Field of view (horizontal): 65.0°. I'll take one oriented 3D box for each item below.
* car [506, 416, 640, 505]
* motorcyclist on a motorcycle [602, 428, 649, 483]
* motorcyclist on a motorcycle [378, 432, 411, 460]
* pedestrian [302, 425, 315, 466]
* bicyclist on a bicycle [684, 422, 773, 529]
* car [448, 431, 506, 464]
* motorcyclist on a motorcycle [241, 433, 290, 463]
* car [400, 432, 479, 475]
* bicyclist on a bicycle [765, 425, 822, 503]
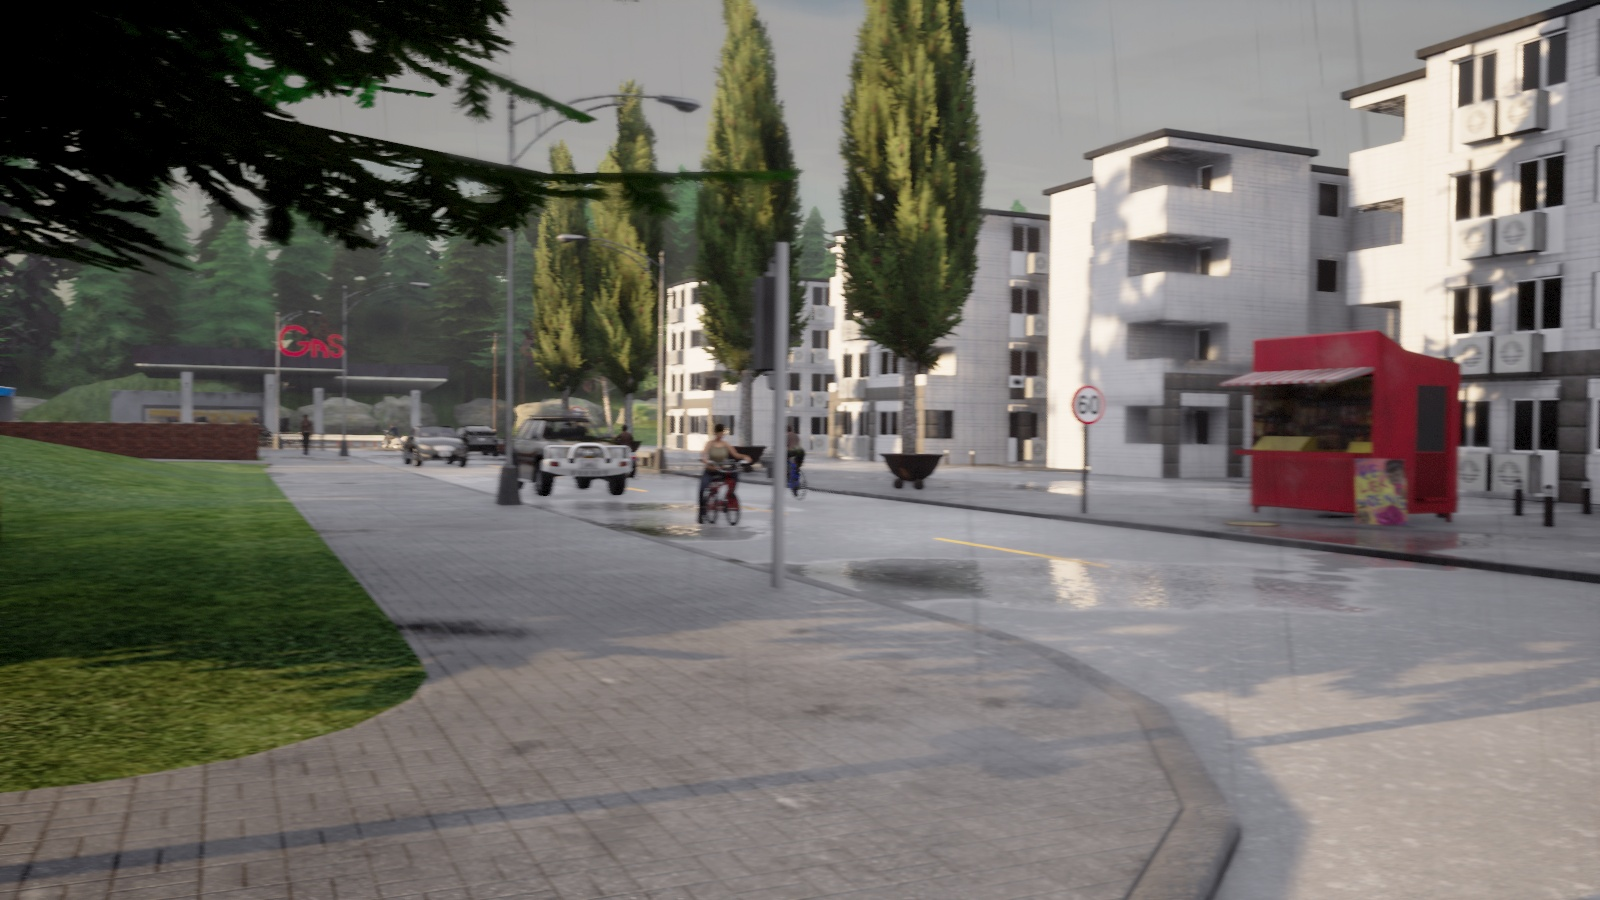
[{"bbox_3d":[-5.316,0.178,28.861,1.932,1.855,4.605,-1,1,-24],"label":"car"},{"bbox_3d":[-5.392,0.145,38.683,0.766,1.649,2.350,-1,1,-25],"label":"motorcyclist on a motorcycle"},{"bbox_3d":[-23.617,-0.245,73.133,1.817,1.590,0.866,0,3,33],"label":"motorcyclist on a motorcycle"},{"bbox_3d":[-21.682,-0.210,55.402,0.328,1.805,0.869,-1,1,-8],"label":"pedestrian"},{"bbox_3d":[-1.145,0.407,19.774,0.866,1.612,1.509,-1,-2,-24],"label":"bicyclist on a bicycle"},{"bbox_3d":[-15.969,-0.143,61.904,2.007,1.525,4.514,-1,1,-24],"label":"car"},{"bbox_3d":[-30.145,-0.142,70.847,2.350,1.649,0.766,-1,2,-6],"label":"motorcyclist on a motorcycle"},{"bbox_3d":[-13.536,0.096,46.912,2.128,1.511,4.902,-1,1,-24],"label":"car"},{"bbox_3d":[-0.161,0.288,27.218,0.582,1.620,1.656,-1,1,-25],"label":"bicyclist on a bicycle"}]
